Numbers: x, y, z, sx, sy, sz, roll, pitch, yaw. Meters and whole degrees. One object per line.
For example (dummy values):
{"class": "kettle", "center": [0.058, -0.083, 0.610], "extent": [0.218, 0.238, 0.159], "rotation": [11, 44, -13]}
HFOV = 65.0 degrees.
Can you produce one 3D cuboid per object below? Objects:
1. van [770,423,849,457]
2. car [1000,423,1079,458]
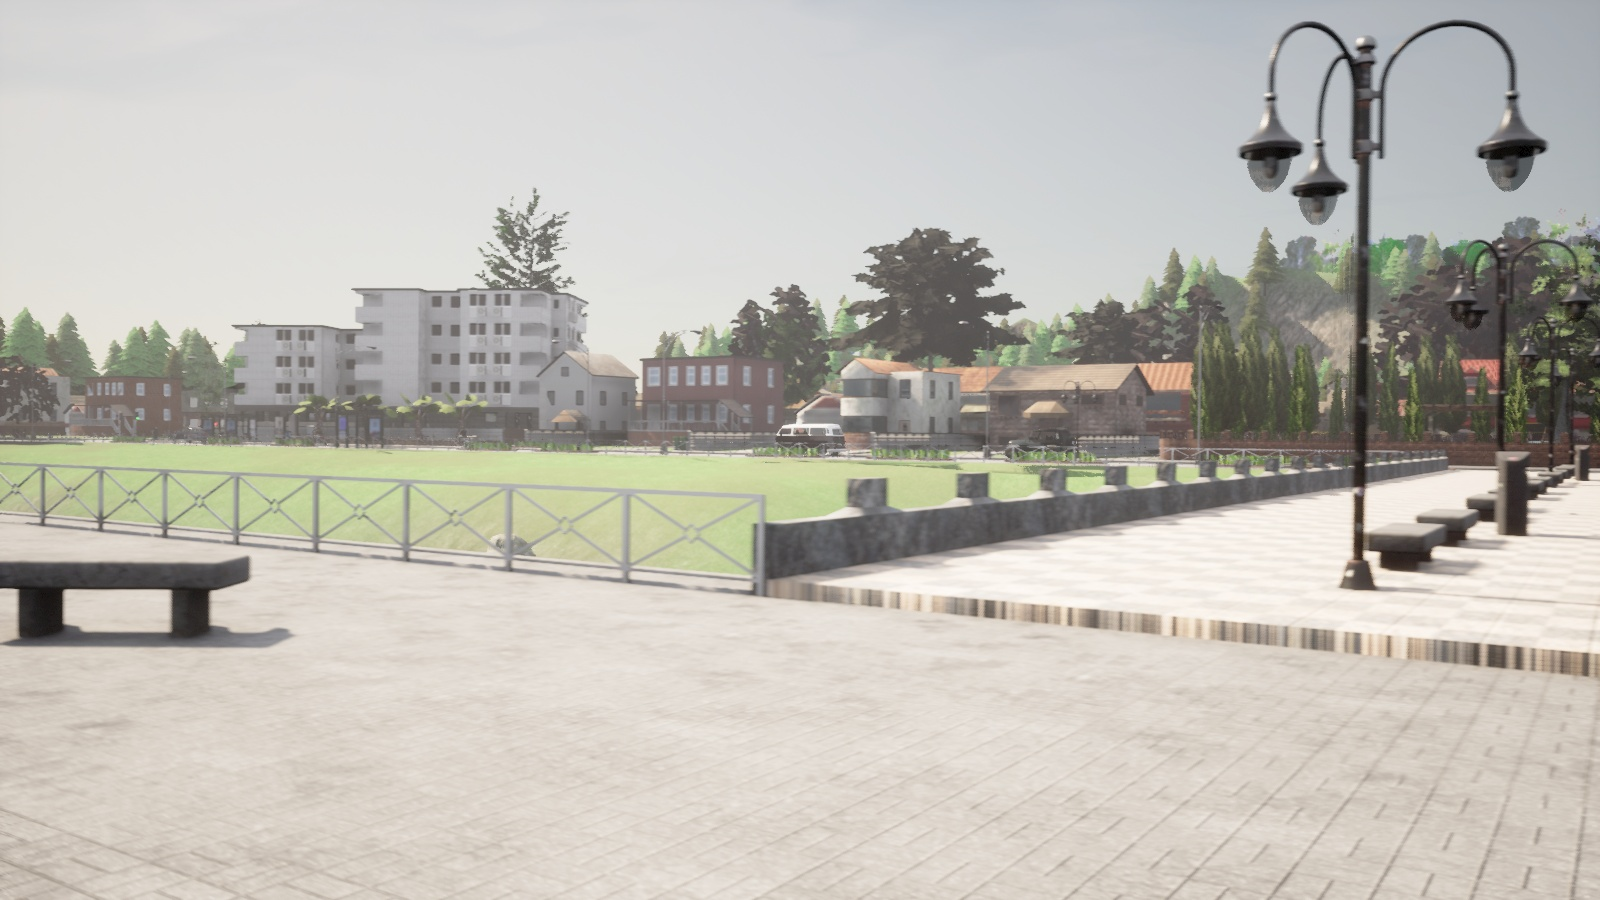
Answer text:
{"class": "van", "center": [0.593, -0.614, 77.878], "extent": [4.480, 2.038, 2.069], "rotation": [0, 1, 34]}
{"class": "car", "center": [13.253, -0.541, 69.464], "extent": [3.866, 1.878, 1.905], "rotation": [0, 1, 34]}
